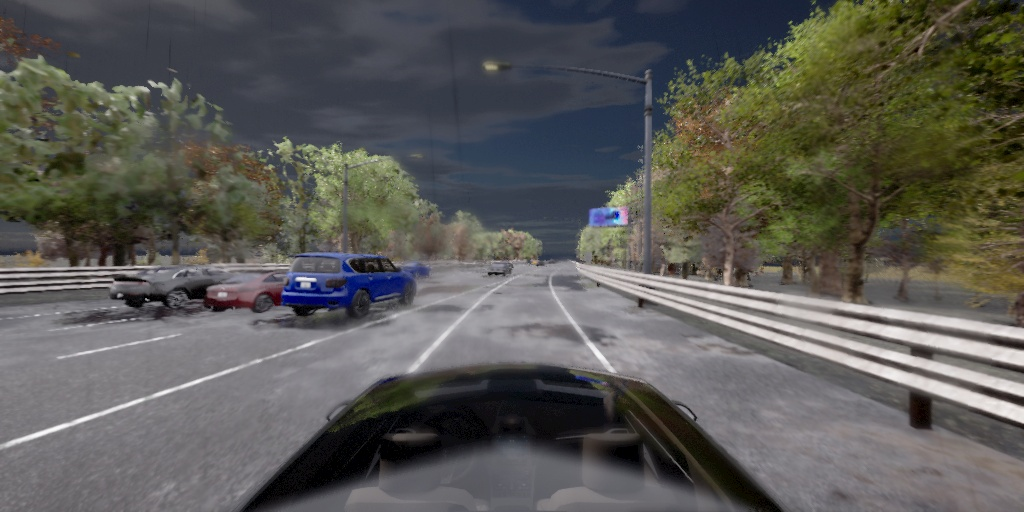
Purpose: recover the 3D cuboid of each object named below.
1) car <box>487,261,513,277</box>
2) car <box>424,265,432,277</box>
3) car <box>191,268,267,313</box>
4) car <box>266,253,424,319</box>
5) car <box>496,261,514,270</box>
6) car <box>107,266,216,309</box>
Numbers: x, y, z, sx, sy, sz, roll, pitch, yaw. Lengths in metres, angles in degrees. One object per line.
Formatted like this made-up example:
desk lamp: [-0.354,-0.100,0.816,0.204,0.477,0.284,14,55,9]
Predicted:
car: [-1.258,1.451,38.129,2.033,1.411,5.357,0,0,10]
car: [-9.120,1.270,33.479,1.882,1.535,5.008,1,0,9]
car: [-8.920,1.221,13.433,1.994,1.385,4.181,1,0,10]
car: [-5.437,0.935,12.839,2.150,2.045,5.566,1,0,9]
car: [-1.061,1.552,60.492,2.128,1.511,4.902,1,0,9]
car: [-12.360,1.118,14.075,2.128,1.511,4.902,1,0,9]
